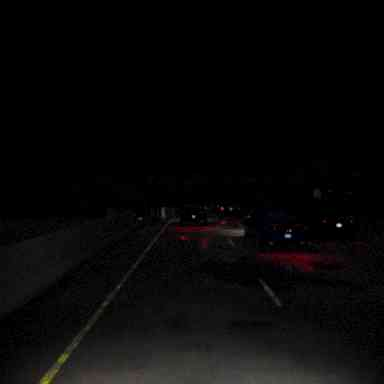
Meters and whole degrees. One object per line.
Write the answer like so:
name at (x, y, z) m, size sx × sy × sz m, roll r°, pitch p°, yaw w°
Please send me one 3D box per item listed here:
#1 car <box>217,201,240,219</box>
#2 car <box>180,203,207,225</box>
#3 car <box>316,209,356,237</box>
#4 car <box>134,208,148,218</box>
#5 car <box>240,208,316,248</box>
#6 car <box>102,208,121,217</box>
car at (3.611, 1.740, 33.010) m, size 2.097 × 1.767 × 4.553 m, roll 0°, pitch -3°, yaw 0°
car at (0.107, 1.556, 24.886) m, size 1.882 × 1.535 × 5.008 m, roll 0°, pitch -1°, yaw 0°
car at (7.106, 1.583, 18.077) m, size 1.994 × 1.385 × 4.181 m, roll 0°, pitch 0°, yaw 0°
car at (-7.005, 2.796, 43.947) m, size 2.033 × 1.411 × 5.357 m, roll 0°, pitch -6°, yaw 0°
car at (3.604, 1.494, 14.949) m, size 1.882 × 1.535 × 5.008 m, roll 0°, pitch 0°, yaw 0°
car at (-10.533, 2.838, 44.591) m, size 1.812 × 1.442 × 4.674 m, roll 0°, pitch -6°, yaw 0°
